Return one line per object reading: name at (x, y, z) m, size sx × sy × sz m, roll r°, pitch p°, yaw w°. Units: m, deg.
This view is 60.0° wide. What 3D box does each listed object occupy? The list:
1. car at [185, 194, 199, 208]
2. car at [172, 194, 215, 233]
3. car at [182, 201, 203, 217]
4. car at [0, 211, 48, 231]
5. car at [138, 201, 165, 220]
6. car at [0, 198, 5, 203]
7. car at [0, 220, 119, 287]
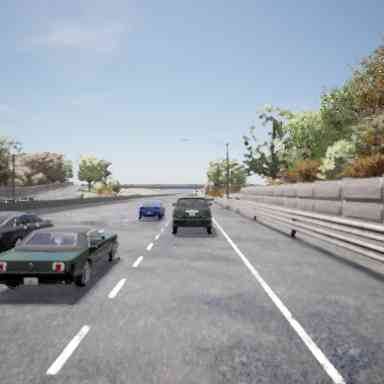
car at (0.021, 1.314, 51.631) m, size 2.150 × 2.045 × 5.566 m, roll 0°, pitch 0°, yaw 0°
car at (0.009, 1.238, 19.783) m, size 2.150 × 2.045 × 5.566 m, roll 0°, pitch 0°, yaw 0°
car at (0.015, 1.640, 32.769) m, size 1.895 × 1.301 × 4.718 m, roll 0°, pitch 0°, yaw 0°
car at (-6.893, 1.512, 12.950) m, size 1.837 × 1.490 × 4.892 m, roll 0°, pitch 0°, yaw 0°
car at (-3.384, 1.509, 28.703) m, size 1.882 × 1.535 × 5.008 m, roll 0°, pitch 0°, yaw 0°
car at (-21.070, 1.393, 34.269) m, size 2.097 × 1.767 × 4.553 m, roll 0°, pitch 0°, yaw 0°
car at (-3.395, 1.605, 9.249) m, size 1.895 × 1.301 × 4.718 m, roll 0°, pitch 0°, yaw 0°
